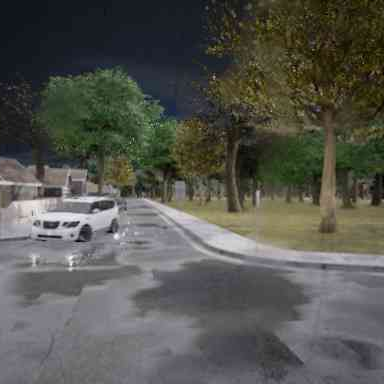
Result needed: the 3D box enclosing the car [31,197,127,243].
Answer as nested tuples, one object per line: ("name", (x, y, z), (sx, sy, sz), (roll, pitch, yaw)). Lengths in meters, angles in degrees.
("car", (-5.377, 1.306, 16.348), (2.150, 2.045, 5.566), (2, 1, 9))
